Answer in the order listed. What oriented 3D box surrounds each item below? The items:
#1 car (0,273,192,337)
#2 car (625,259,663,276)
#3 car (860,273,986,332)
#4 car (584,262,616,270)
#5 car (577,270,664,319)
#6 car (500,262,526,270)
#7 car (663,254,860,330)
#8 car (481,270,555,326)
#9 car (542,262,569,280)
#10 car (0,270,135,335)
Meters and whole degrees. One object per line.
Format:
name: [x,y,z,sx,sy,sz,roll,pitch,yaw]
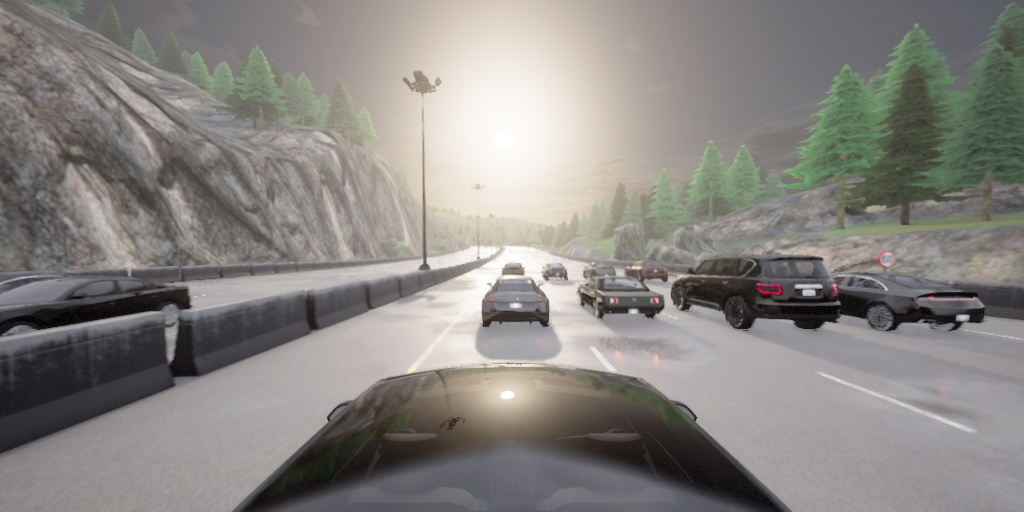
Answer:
car: [-10.585,1.230,8.663,1.882,1.535,5.008,0,0,0]
car: [10.603,1.100,28.654,2.097,1.767,4.553,0,0,0]
car: [10.601,1.244,10.857,2.128,1.511,4.902,0,0,0]
car: [7.104,1.238,29.429,2.128,1.511,4.902,0,0,0]
car: [3.602,1.354,12.839,1.895,1.301,4.718,0,0,0]
car: [0.104,1.251,29.527,1.837,1.490,4.892,0,0,0]
car: [7.102,0.974,11.260,2.150,2.045,5.566,0,0,0]
car: [0.102,1.317,11.706,1.994,1.385,4.181,0,0,0]
car: [3.604,1.269,30.611,1.812,1.442,4.674,0,0,0]
car: [-14.081,1.245,9.922,2.128,1.511,4.902,0,0,0]
